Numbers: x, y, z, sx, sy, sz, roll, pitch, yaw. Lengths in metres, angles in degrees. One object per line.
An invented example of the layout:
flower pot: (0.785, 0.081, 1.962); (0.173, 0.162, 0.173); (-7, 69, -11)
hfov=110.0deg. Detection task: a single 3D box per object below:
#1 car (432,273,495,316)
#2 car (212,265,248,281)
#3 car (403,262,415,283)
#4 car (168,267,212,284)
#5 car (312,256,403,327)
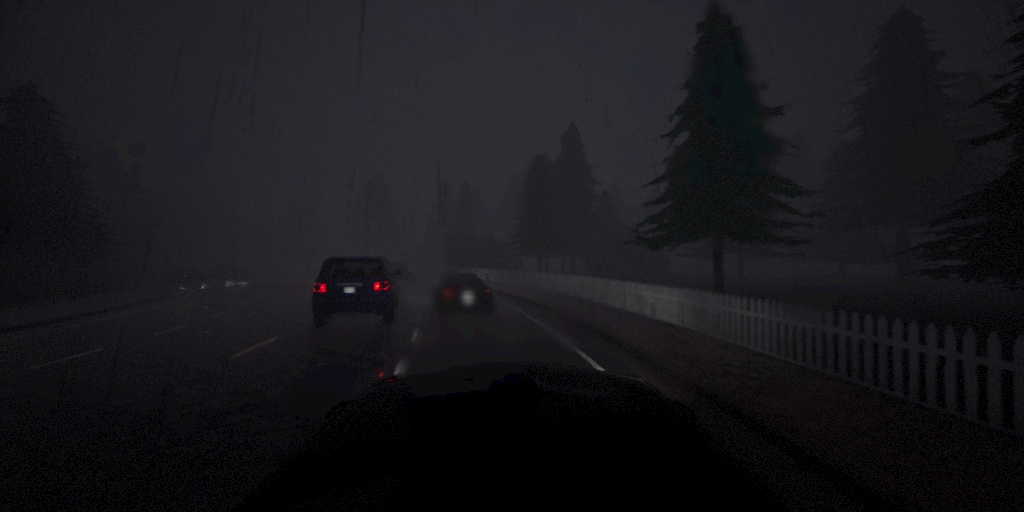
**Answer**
car: (-1.971, 1.352, 13.739); (1.994, 1.385, 4.181); (-1, 0, -16)
car: (-28.129, 1.655, 35.698); (4.902, 1.511, 2.128); (-1, 0, 33)
car: (-9.506, 1.256, 28.620); (2.097, 1.767, 4.553); (-1, 0, -36)
car: (-29.186, 1.700, 32.205); (4.674, 1.442, 1.812); (-1, 0, 33)
car: (-5.042, 1.045, 12.219); (2.150, 2.045, 5.566); (-1, -1, -15)
